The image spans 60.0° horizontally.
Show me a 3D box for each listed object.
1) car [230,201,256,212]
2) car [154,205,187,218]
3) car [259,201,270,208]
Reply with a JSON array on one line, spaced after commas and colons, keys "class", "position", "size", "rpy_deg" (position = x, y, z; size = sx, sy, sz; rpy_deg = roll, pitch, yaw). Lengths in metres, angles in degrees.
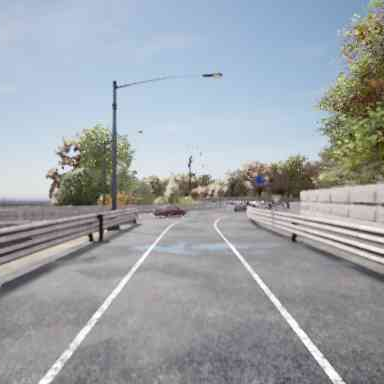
[{"class": "car", "position": [8.803, 2.651, 57.278], "size": [2.128, 1.511, 4.902], "rpy_deg": [-1, -1, 27]}, {"class": "car", "position": [-2.511, 2.268, 39.430], "size": [1.812, 1.442, 4.674], "rpy_deg": [-1, -2, 38]}, {"class": "car", "position": [18.978, 3.177, 85.646], "size": [2.097, 1.767, 4.553], "rpy_deg": [0, -1, 11]}]
